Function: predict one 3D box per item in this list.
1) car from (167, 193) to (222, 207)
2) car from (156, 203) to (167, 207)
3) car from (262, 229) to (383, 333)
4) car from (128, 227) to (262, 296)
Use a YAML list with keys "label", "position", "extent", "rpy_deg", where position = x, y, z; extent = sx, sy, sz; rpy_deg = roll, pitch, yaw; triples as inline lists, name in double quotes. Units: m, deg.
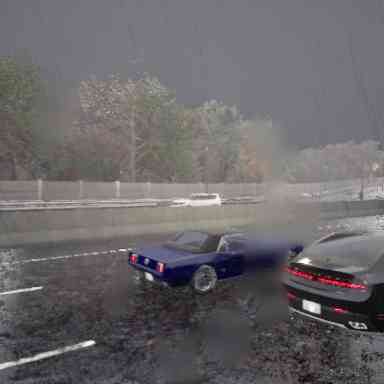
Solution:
- label: "car"
  position: [0.573, 1.161, 34.426]
  extent: [5.566, 2.045, 2.150]
  rpy_deg: [0, 0, -35]
- label: "car"
  position: [-1.689, 1.540, 37.116]
  extent: [4.718, 1.301, 1.895]
  rpy_deg: [0, 0, -35]
- label: "car"
  position: [3.786, 1.484, 6.449]
  extent: [4.892, 1.490, 1.837]
  rpy_deg: [0, 0, -36]
- label: "car"
  position: [0.868, 1.583, 8.670]
  extent: [4.718, 1.301, 1.895]
  rpy_deg: [0, 0, -36]
